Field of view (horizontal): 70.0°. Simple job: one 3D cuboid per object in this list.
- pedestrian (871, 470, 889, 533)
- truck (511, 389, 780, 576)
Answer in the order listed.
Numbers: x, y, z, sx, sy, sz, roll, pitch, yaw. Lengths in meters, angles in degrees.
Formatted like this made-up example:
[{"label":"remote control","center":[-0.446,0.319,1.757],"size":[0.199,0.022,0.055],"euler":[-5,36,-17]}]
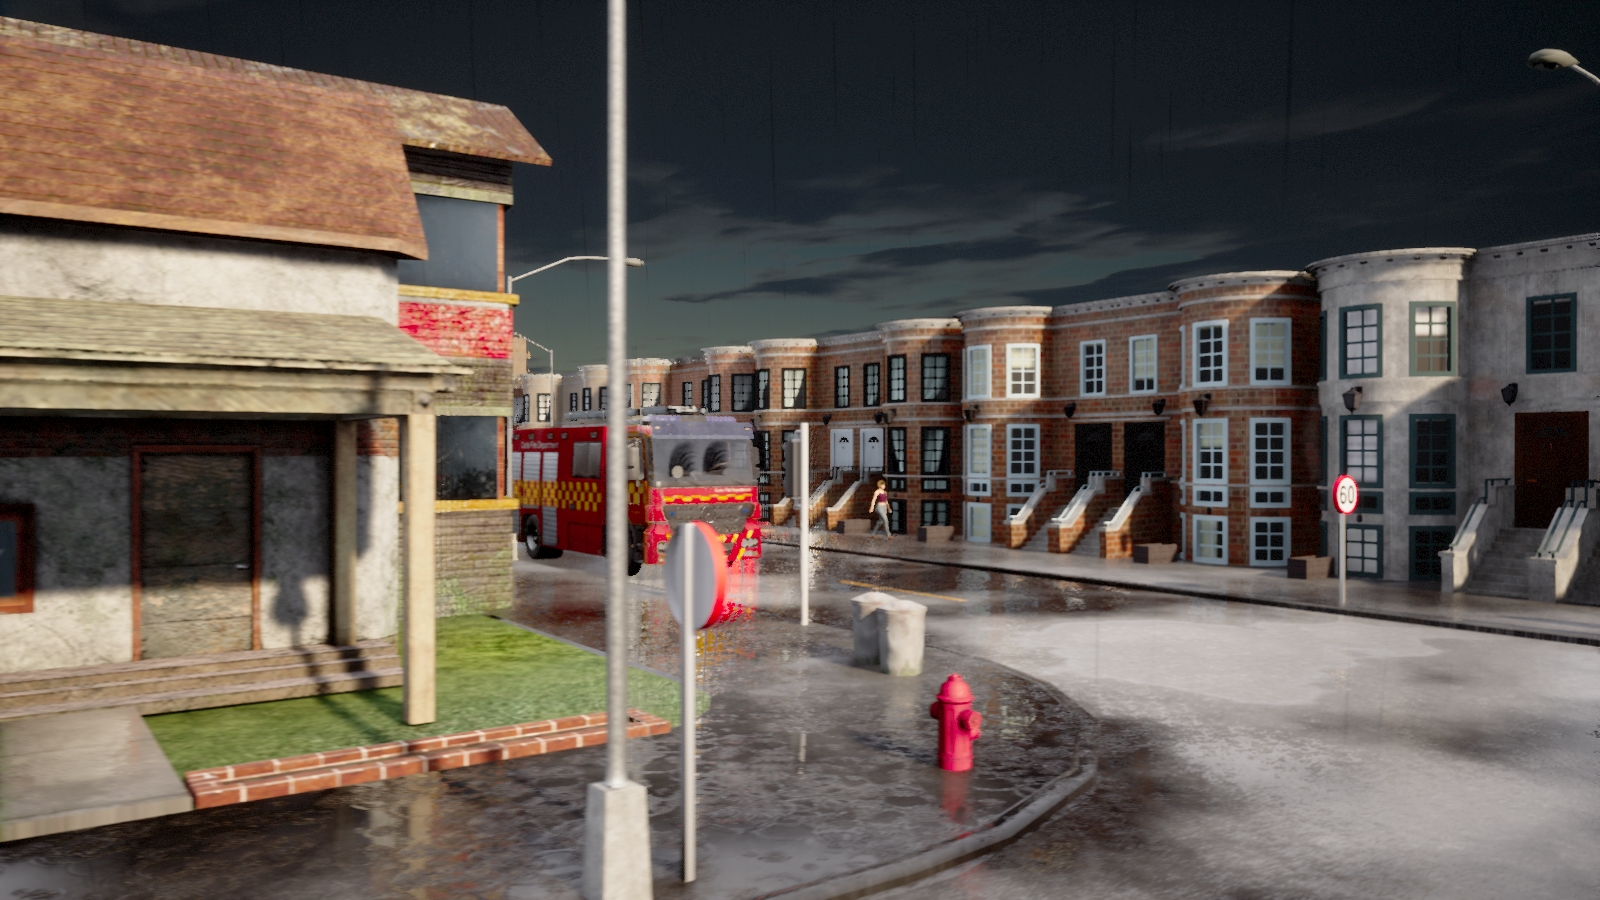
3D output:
[{"label":"pedestrian","center":[2.370,1.523,33.932],"size":[0.375,1.860,0.375],"euler":[0,0,-43]},{"label":"truck","center":[-4.055,0.671,27.654],"size":[2.891,3.827,8.468],"euler":[0,0,-35]}]
